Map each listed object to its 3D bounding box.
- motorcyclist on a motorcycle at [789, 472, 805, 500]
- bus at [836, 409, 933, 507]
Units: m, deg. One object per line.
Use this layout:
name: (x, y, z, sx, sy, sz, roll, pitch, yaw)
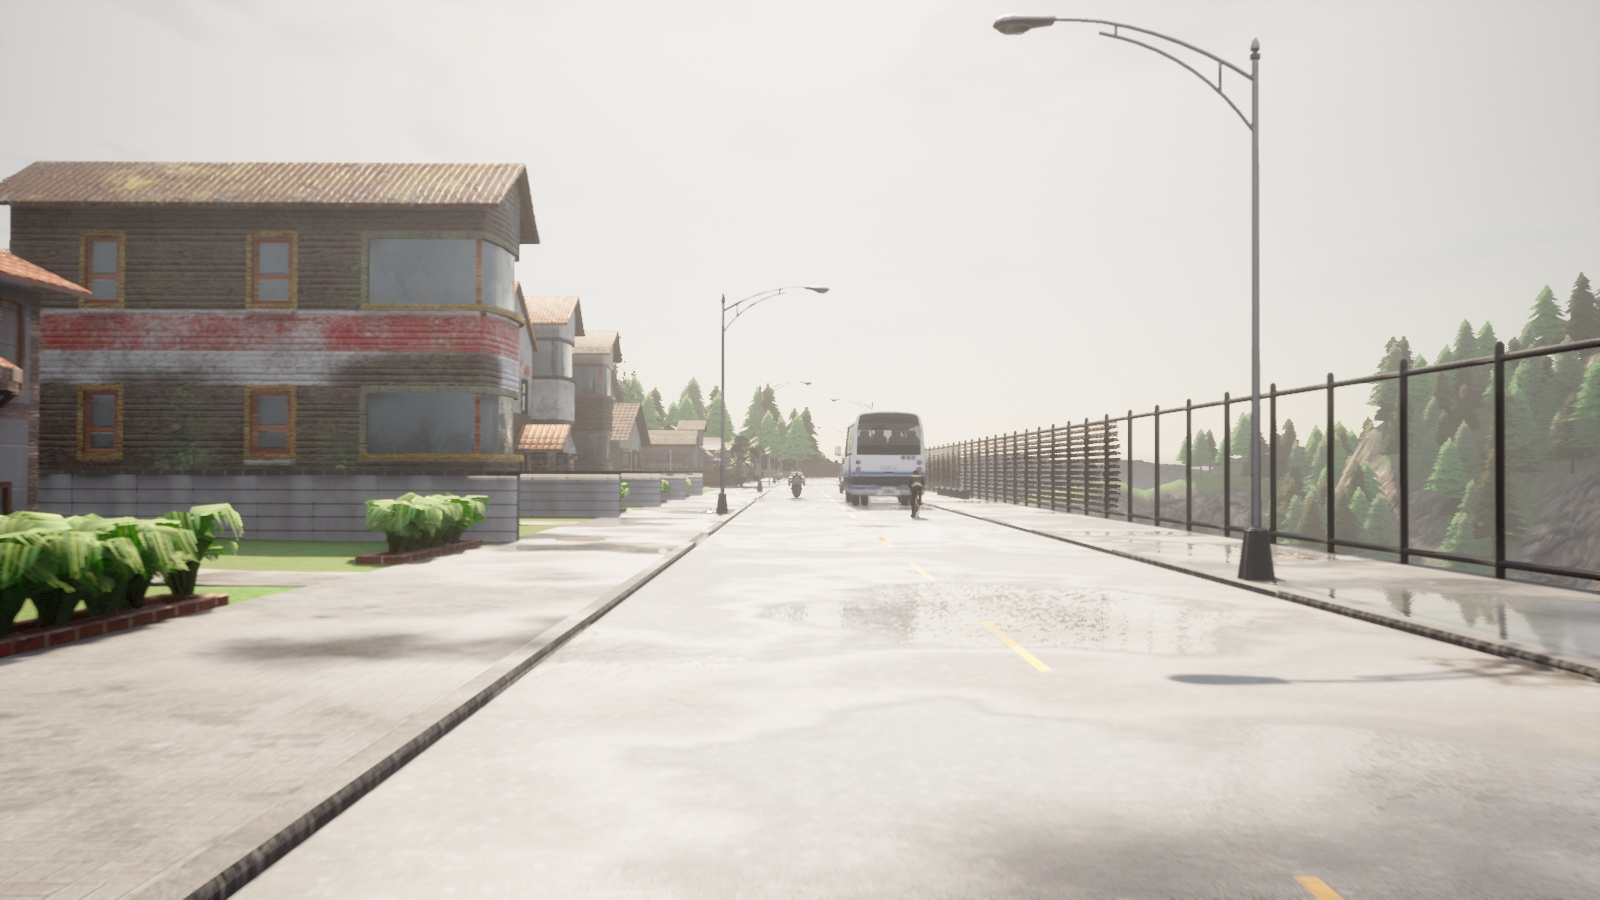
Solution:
motorcyclist on a motorcycle: (-0.174, 2.054, 71.876, 0.866, 1.530, 2.191, 0, -1, 0)
bus: (3.849, 0.430, 60.172, 3.944, 4.253, 10.273, 0, -1, 0)
